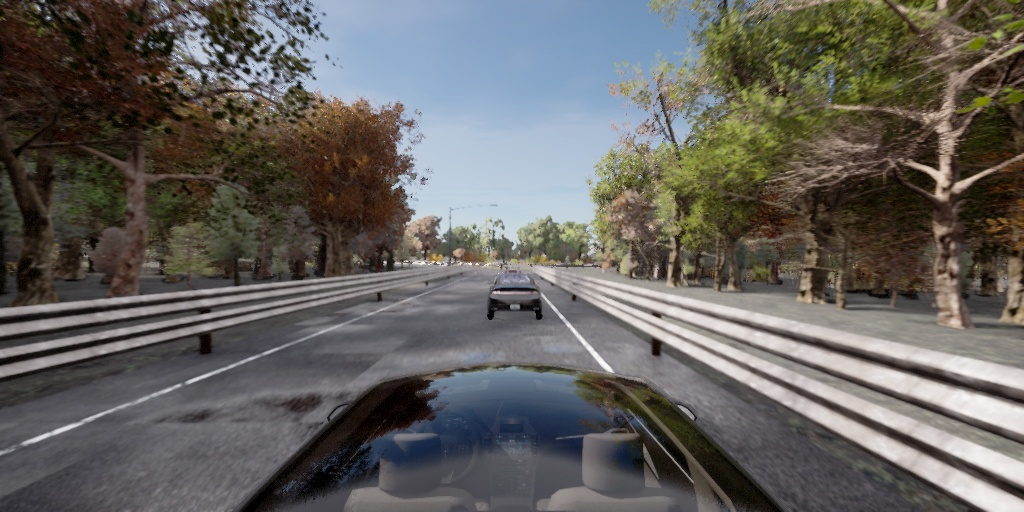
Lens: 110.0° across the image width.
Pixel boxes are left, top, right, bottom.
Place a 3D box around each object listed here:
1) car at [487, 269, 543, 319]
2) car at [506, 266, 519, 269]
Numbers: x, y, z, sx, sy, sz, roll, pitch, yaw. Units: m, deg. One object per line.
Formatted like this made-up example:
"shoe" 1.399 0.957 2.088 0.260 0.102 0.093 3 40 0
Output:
"car" 0.096 1.404 13.671 2.128 1.511 4.902 0 -1 0
"car" 0.098 1.906 43.022 1.895 1.301 4.718 0 -1 0
